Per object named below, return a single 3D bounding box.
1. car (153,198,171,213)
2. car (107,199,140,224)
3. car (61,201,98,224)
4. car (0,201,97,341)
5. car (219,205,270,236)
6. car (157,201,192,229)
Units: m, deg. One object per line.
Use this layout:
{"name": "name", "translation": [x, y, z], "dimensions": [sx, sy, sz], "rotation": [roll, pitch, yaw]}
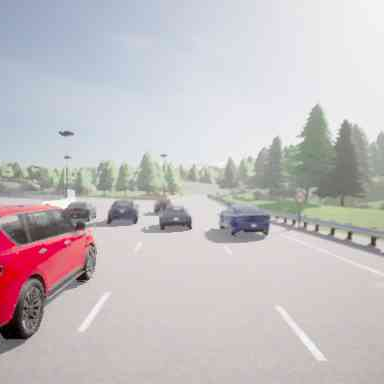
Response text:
{"name": "car", "translation": [-3.049, 1.446, 35.558], "dimensions": [1.837, 1.490, 4.892], "rotation": [0, 0, -10]}
{"name": "car", "translation": [-5.032, 1.326, 25.000], "dimensions": [2.097, 1.767, 4.553], "rotation": [0, 0, -7]}
{"name": "car", "translation": [-8.709, 1.495, 26.268], "dimensions": [1.837, 1.490, 4.892], "rotation": [0, 0, -7]}
{"name": "car", "translation": [-3.567, 1.227, 6.631], "dimensions": [2.150, 2.045, 5.566], "rotation": [0, 0, -2]}
{"name": "car", "translation": [2.725, 1.425, 18.167], "dimensions": [1.882, 1.535, 5.008], "rotation": [0, 0, -5]}
{"name": "car", "translation": [-1.096, 1.525, 21.342], "dimensions": [1.994, 1.385, 4.181], "rotation": [0, 0, -6]}
